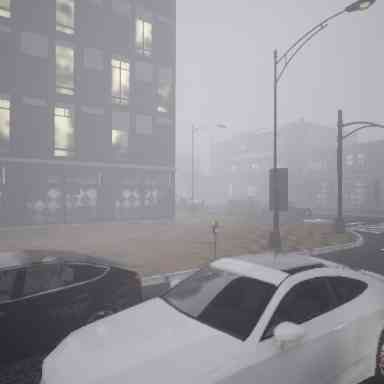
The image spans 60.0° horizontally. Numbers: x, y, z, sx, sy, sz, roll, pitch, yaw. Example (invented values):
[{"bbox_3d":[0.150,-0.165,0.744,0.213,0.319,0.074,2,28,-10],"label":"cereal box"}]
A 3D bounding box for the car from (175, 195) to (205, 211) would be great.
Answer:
[{"bbox_3d":[-0.855,1.230,33.688,1.802,1.307,4.206,1,0,-36],"label":"car"}]

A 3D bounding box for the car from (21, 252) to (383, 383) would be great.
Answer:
[{"bbox_3d":[0.767,1.526,3.892,4.674,1.442,1.812,0,0,-35],"label":"car"}]

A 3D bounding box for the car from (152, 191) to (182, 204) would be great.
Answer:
[{"bbox_3d":[-3.977,0.793,52.052,2.192,1.841,5.009,1,0,-36],"label":"car"}]

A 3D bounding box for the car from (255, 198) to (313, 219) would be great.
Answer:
[{"bbox_3d":[7.510,1.356,26.694,1.994,1.385,4.181,0,1,-36],"label":"car"}]

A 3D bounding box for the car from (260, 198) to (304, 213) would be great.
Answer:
[{"bbox_3d":[9.182,1.340,34.195,1.802,1.307,4.206,1,0,-36],"label":"car"}]

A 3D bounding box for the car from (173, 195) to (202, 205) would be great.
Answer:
[{"bbox_3d":[-0.691,1.101,47.589,2.008,1.369,4.403,1,0,-36],"label":"car"}]

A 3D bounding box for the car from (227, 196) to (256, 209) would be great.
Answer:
[{"bbox_3d":[5.892,1.130,38.661,1.967,1.590,4.097,1,0,-36],"label":"car"}]

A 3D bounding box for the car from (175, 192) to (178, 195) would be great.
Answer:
[{"bbox_3d":[-0.490,1.103,37.546,1.882,1.535,5.008,0,1,-36],"label":"car"}]

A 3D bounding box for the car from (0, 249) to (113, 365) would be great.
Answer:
[{"bbox_3d":[-2.756,1.566,4.588,4.313,1.339,1.947,0,0,-36],"label":"car"}]
